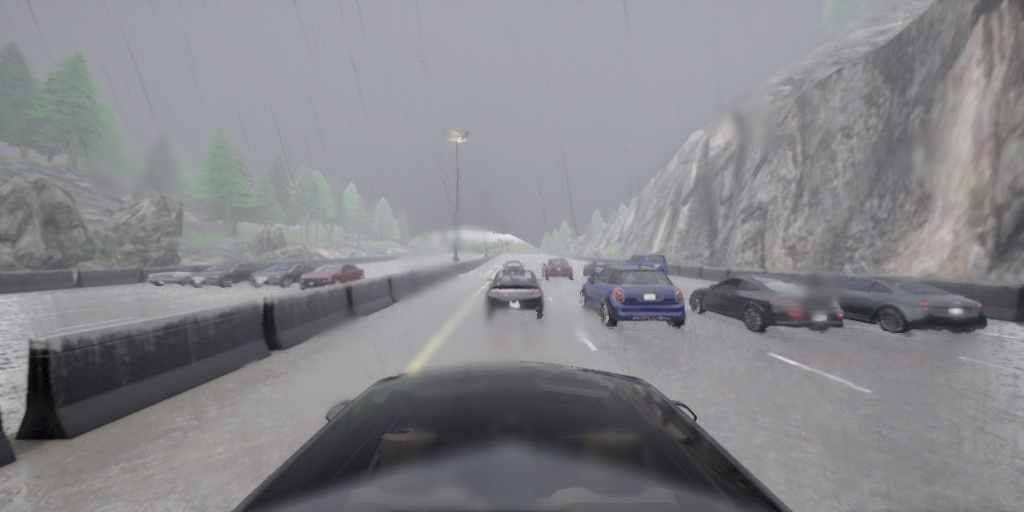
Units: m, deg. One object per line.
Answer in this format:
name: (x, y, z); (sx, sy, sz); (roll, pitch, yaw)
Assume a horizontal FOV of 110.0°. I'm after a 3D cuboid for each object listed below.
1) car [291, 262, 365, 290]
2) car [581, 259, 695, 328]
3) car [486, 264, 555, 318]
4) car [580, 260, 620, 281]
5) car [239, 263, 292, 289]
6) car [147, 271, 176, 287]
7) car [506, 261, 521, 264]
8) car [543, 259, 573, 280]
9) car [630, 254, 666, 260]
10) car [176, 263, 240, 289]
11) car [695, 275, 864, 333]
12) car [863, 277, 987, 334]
car: (-10.554, 1.168, 21.393); (1.882, 1.535, 5.008); (0, 0, 0)
car: (3.610, 1.093, 11.521); (2.097, 1.767, 4.553); (0, 0, 0)
car: (0.111, 1.227, 12.865); (2.128, 1.511, 4.902); (0, 0, 0)
car: (7.128, 1.121, 29.615); (2.128, 1.511, 4.902); (0, 1, 0)
car: (-14.048, 1.174, 22.511); (2.128, 1.511, 4.902); (0, 0, 0)
car: (-21.037, 1.271, 23.752); (1.895, 1.301, 4.718); (0, 0, 0)
car: (0.130, 1.142, 30.796); (1.812, 1.442, 4.674); (0, 1, 0)
car: (3.628, 0.983, 29.328); (2.097, 1.767, 4.553); (0, 1, 0)
car: (10.628, 0.859, 28.948); (2.150, 2.045, 5.566); (0, 1, 0)
car: (-17.548, 1.173, 22.502); (2.128, 1.511, 4.902); (0, 0, 0)
car: (7.109, 1.270, 10.566); (1.812, 1.442, 4.674); (0, 0, 0)
car: (10.608, 1.309, 10.563); (1.994, 1.385, 4.181); (0, 0, 0)
